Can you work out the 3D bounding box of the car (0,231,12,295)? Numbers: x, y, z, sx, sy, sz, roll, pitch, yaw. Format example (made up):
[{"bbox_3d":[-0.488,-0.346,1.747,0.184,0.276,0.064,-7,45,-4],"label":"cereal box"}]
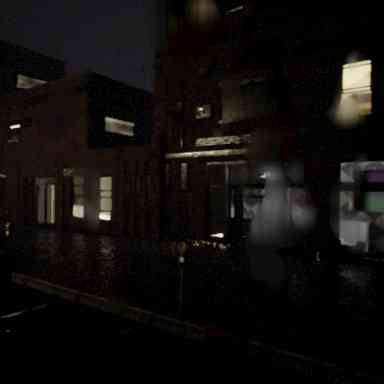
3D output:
[{"bbox_3d":[-5.745,1.276,6.954,5.009,1.841,2.192,0,1,36],"label":"car"}]
